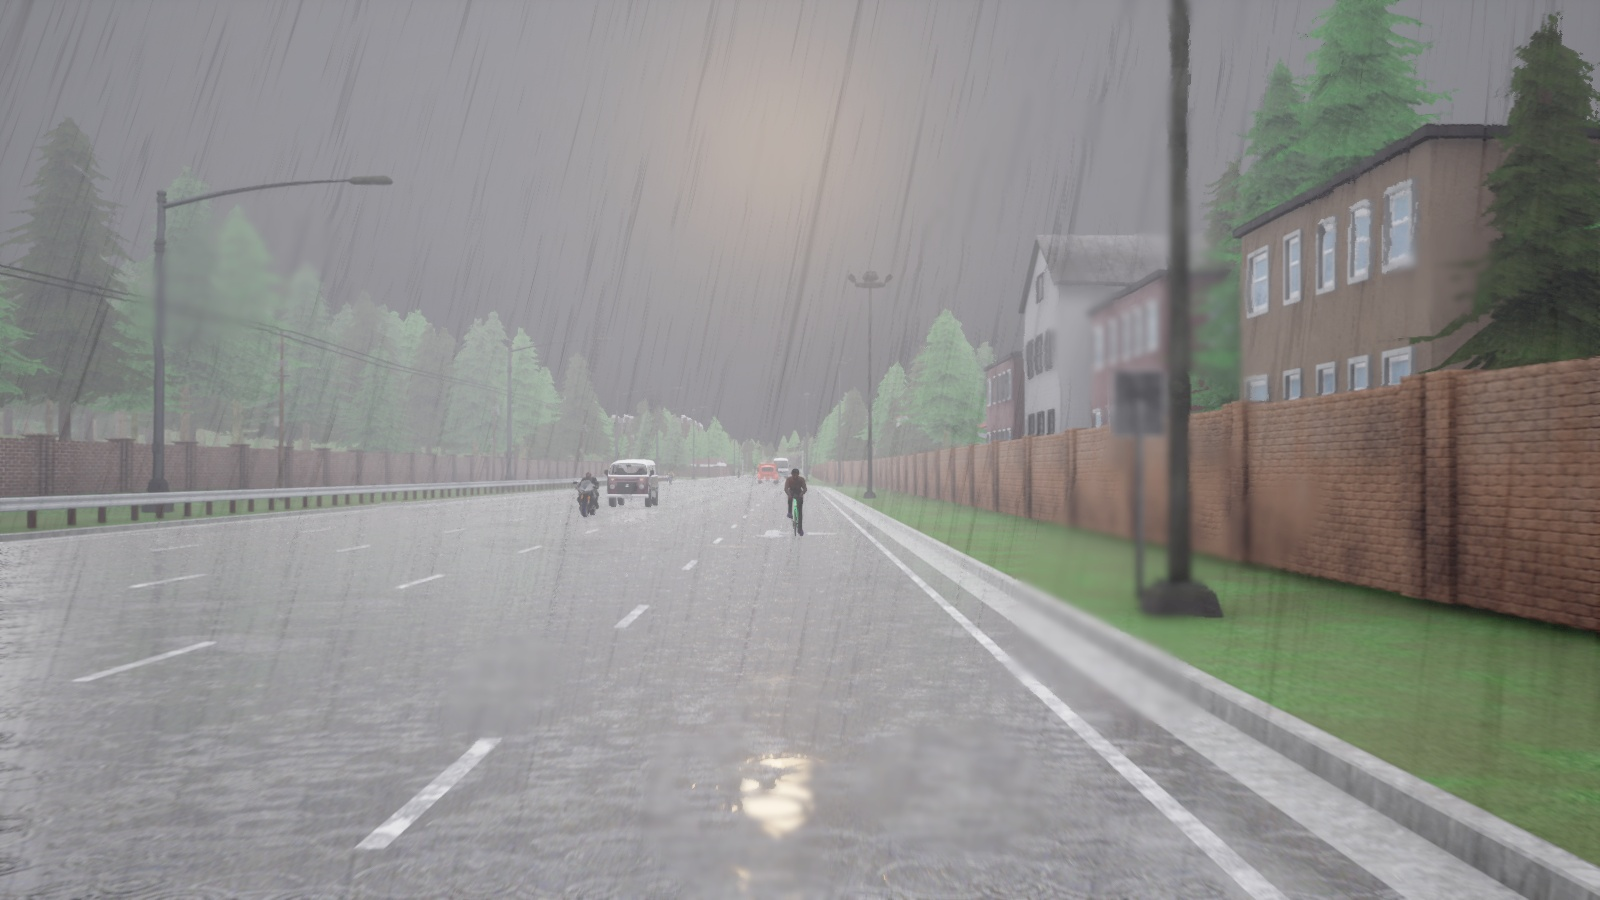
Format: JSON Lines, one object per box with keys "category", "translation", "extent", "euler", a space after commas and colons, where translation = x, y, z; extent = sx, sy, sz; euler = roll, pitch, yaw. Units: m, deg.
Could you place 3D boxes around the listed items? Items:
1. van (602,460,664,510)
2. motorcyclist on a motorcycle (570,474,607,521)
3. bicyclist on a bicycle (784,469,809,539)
{"category": "van", "translation": [-7.133, 1.471, 54.006], "extent": [2.069, 2.038, 4.480], "euler": [0, -1, 0]}
{"category": "motorcyclist on a motorcycle", "translation": [-7.104, 1.586, 42.286], "extent": [0.866, 1.530, 2.191], "euler": [0, -1, 0]}
{"category": "bicyclist on a bicycle", "translation": [-0.096, 1.269, 29.960], "extent": [0.582, 1.620, 1.656], "euler": [0, -1, -1]}
